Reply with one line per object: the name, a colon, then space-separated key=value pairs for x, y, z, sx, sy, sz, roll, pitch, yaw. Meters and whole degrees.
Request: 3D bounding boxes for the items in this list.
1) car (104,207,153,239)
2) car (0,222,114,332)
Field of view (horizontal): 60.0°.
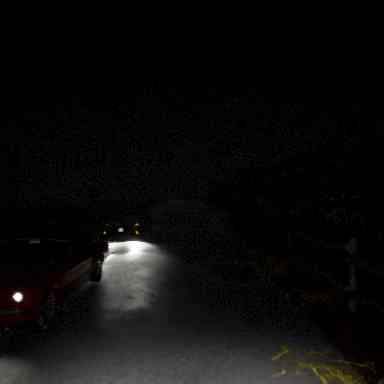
car: x=-3.123 y=1.468 z=16.648 sx=1.994 sy=1.385 sz=4.181 roll=0 pitch=0 yaw=0
car: x=-3.190 y=1.562 z=6.867 sx=1.895 sy=1.301 sz=4.718 roll=0 pitch=0 yaw=0
